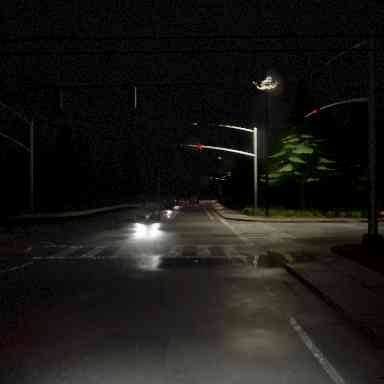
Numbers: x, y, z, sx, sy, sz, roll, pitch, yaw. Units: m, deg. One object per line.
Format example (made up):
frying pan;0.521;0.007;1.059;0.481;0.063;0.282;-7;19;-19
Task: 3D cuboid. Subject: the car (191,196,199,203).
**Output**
car;0.718;1.630;75.688;1.837;1.490;4.892;0;0;2

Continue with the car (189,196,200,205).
car;0.387;1.690;65.381;1.812;1.442;4.674;0;0;2

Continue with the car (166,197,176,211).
car;-3.558;1.694;43.375;1.994;1.385;4.181;0;0;0

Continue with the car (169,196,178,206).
car;-3.449;1.516;56.487;2.097;1.767;4.553;0;0;1

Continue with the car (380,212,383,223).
car;15.168;1.484;22.040;5.008;1.535;1.882;0;0;1

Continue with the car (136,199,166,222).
car;-3.452;1.587;27.230;2.128;1.511;4.902;0;0;-3
